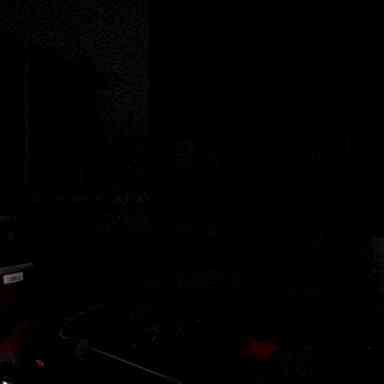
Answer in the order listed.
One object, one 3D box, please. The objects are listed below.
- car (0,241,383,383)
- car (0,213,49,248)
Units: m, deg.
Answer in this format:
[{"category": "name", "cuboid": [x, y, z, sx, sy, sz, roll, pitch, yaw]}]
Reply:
[{"category": "car", "cuboid": [-0.066, 1.440, 3.007, 4.097, 1.590, 1.967, 0, 0, 35]}, {"category": "car", "cuboid": [-4.500, 1.315, 6.156, 5.009, 1.841, 2.192, 0, 0, 35]}]
